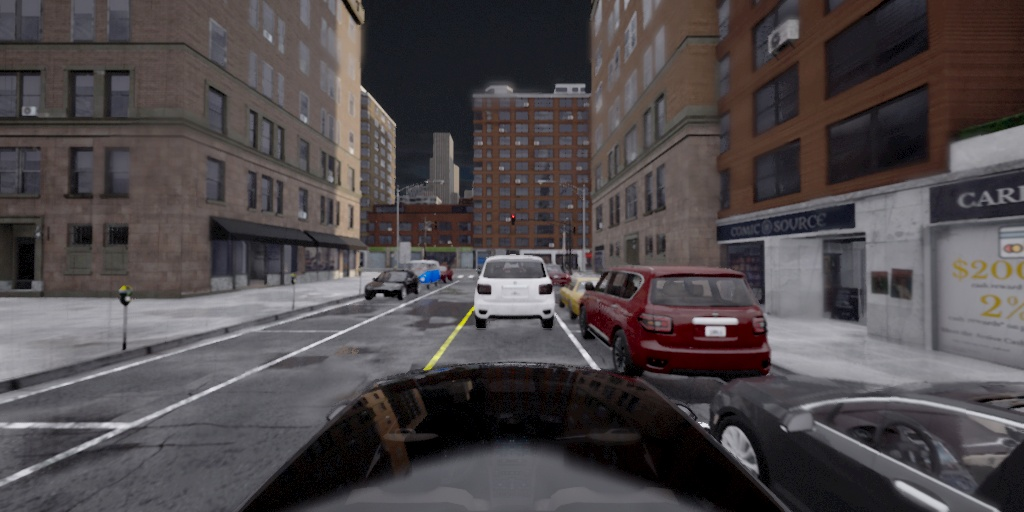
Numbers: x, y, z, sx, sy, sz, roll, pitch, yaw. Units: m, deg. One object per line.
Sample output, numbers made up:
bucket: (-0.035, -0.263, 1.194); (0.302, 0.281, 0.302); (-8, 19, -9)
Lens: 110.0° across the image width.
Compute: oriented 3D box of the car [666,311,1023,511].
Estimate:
car: (2.669, 1.300, 1.621); (2.007, 1.370, 4.403); (0, 0, 0)

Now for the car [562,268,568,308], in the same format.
car: (2.666, 1.316, 12.756); (1.751, 1.417, 4.829); (0, 0, 0)

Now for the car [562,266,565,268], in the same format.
car: (2.662, 1.278, 23.551); (1.967, 1.591, 4.097); (0, 0, 0)

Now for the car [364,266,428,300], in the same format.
car: (-5.861, 1.380, 18.067); (1.948, 1.339, 4.313); (0, 0, 0)

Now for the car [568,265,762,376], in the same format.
car: (2.668, 1.084, 7.103); (2.192, 1.841, 5.009); (0, 0, 0)

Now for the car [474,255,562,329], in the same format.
car: (0.040, 1.009, 11.532); (2.150, 2.045, 5.566); (0, 0, -1)

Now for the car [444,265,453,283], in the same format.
car: (-5.865, 1.407, 29.032); (1.888, 1.381, 4.507); (0, 0, 0)

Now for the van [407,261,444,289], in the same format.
van: (-5.863, 1.179, 23.550); (1.690, 1.789, 3.998); (0, 0, 0)
